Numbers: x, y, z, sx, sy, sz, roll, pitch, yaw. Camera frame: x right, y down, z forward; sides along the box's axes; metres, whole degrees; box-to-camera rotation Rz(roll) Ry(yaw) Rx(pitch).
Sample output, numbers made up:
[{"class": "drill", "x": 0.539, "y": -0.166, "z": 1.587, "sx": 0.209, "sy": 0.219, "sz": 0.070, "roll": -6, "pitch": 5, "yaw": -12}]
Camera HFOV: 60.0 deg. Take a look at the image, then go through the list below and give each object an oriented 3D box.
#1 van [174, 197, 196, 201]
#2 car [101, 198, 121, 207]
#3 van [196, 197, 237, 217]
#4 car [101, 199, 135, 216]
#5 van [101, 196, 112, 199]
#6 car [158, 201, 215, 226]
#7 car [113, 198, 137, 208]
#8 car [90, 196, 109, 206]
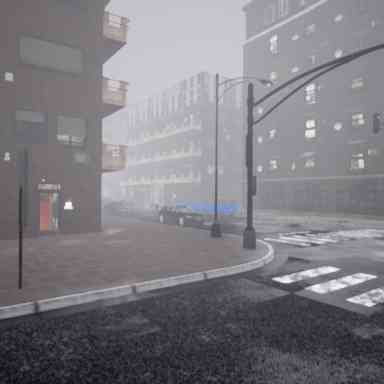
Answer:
[{"class": "van", "x": -0.661, "y": 1.441, "z": 36.499, "sx": 1.690, "sy": 1.788, "sz": 3.998, "roll": 1, "pitch": -1, "yaw": -35}, {"class": "car", "x": -13.411, "y": 1.721, "z": 54.888, "sx": 1.802, "sy": 1.307, "sz": 4.206, "roll": 1, "pitch": -1, "yaw": -35}, {"class": "van", "x": 2.526, "y": 1.431, "z": 31.901, "sx": 1.690, "sy": 1.788, "sz": 3.998, "roll": 1, "pitch": -1, "yaw": -35}, {"class": "car", "x": -7.139, "y": 1.587, "z": 32.009, "sx": 1.802, "sy": 1.307, "sz": 4.206, "roll": 1, "pitch": -1, "yaw": -35}, {"class": "van", "x": -10.324, "y": 1.356, "z": 36.608, "sx": 1.690, "sy": 1.788, "sz": 3.998, "roll": 1, "pitch": -1, "yaw": -35}, {"class": "car", "x": -0.764, "y": 1.535, "z": 22.813, "sx": 2.008, "sy": 1.369, "sz": 4.403, "roll": 1, "pitch": -1, "yaw": -35}, {"class": "car", "x": -10.223, "y": 1.675, "z": 50.291, "sx": 1.887, "sy": 1.381, "sz": 4.507, "roll": 1, "pitch": -1, "yaw": -35}, {"class": "car", "x": -16.596, "y": 1.588, "z": 59.487, "sx": 1.967, "sy": 1.590, "sz": 4.097, "roll": 1, "pitch": -1, "yaw": -35}]
